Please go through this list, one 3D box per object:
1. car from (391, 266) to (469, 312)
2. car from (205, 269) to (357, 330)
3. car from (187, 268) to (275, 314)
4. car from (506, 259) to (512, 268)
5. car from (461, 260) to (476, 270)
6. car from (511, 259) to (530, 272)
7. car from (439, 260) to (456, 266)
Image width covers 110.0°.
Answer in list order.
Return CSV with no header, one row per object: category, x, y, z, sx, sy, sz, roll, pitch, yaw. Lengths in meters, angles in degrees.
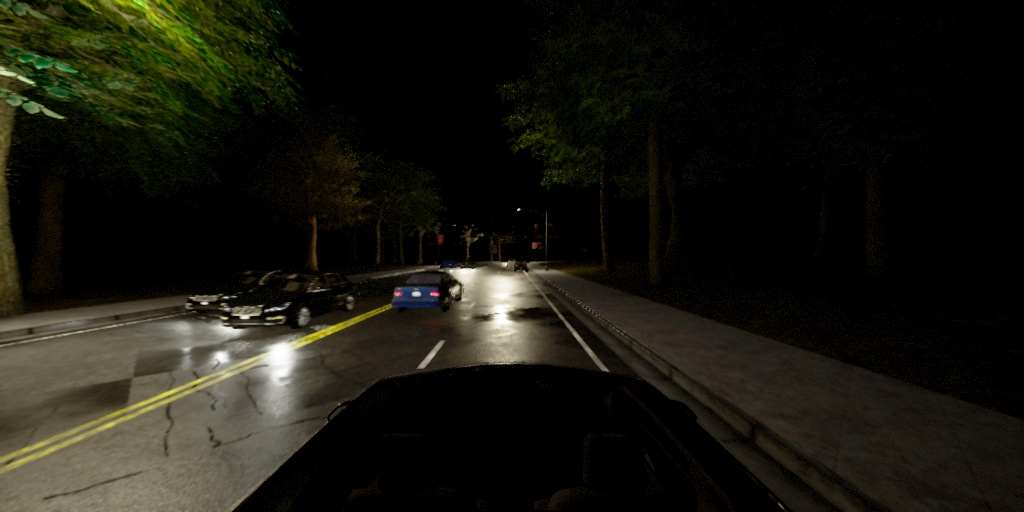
car,-3.153,1.307,14.323,2.033,1.411,5.357,0,0,0
car,-6.602,1.262,11.288,1.837,1.490,4.892,0,0,0
car,-9.852,1.263,13.912,1.837,1.490,4.892,0,0,0
car,-0.021,1.352,65.387,1.812,1.442,4.674,0,0,0
car,-6.569,1.310,54.660,1.837,1.490,4.892,0,0,1
car,1.123,1.317,45.744,1.812,1.442,4.674,0,0,0
car,-9.829,1.284,55.151,1.882,1.535,5.008,0,0,0
